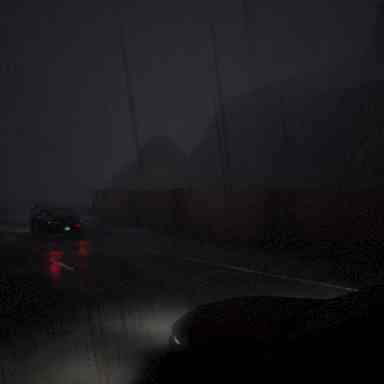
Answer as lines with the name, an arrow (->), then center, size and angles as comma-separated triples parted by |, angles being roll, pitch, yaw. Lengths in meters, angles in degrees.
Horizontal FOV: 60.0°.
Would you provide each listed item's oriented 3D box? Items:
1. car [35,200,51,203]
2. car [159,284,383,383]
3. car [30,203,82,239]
car -> -15.039, 1.526, 33.616 | 1.812, 1.442, 4.674 | 0, 0, -18
car -> 1.819, 1.525, 2.696 | 4.674, 1.442, 1.812 | 0, 0, 39
car -> -7.200, 1.525, 17.495 | 1.812, 1.442, 4.674 | 0, 0, -35
